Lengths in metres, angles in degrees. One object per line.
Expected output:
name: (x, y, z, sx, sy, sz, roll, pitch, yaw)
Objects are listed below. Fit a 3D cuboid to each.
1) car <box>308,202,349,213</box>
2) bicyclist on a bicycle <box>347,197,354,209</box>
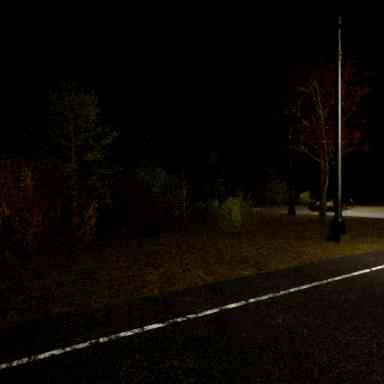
car: (16.821, 1.883, 41.074, 1.895, 1.301, 4.718, -2, 0, -31)
bicyclist on a bicycle: (22.255, 1.579, 46.806, 1.656, 1.620, 0.582, 0, 0, -31)
